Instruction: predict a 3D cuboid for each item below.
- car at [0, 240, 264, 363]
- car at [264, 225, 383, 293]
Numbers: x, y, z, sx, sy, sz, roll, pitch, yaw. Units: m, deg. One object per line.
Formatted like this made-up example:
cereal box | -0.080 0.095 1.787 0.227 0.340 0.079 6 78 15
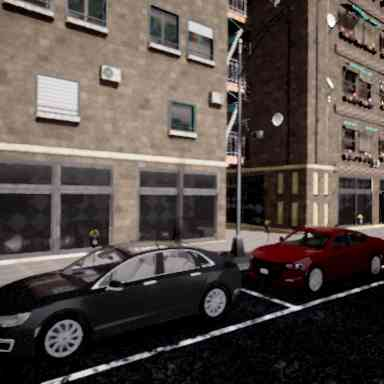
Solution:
car | -1.064 1.576 5.801 4.403 1.369 2.008 1 0 -36
car | 3.521 1.628 9.078 4.507 1.381 1.887 1 0 -36
